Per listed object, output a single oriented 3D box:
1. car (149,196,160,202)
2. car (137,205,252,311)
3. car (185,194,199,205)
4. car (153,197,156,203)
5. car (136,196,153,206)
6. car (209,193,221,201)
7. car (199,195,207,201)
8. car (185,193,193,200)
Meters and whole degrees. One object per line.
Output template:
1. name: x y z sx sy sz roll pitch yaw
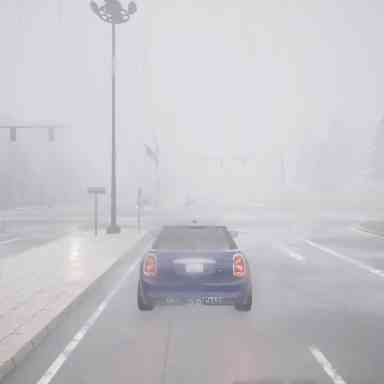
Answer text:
1. car: -8.596 1.564 76.731 2.033 1.411 5.357 0 0 -1
2. car: 0.062 1.355 7.930 2.097 1.767 4.553 0 0 0
3. car: -0.220 1.543 54.750 1.812 1.442 4.674 0 0 -1
4. car: -8.442 1.526 66.292 1.837 1.490 4.892 0 0 0
5. car: -8.344 1.523 57.083 1.837 1.490 4.892 0 0 -1
6. car: 6.265 1.241 85.048 2.150 2.045 5.566 0 0 -1
7. car: 2.760 1.540 85.315 1.812 1.442 4.674 0 0 -1
8. car: -0.916 1.219 95.609 2.150 2.045 5.566 0 0 -1
